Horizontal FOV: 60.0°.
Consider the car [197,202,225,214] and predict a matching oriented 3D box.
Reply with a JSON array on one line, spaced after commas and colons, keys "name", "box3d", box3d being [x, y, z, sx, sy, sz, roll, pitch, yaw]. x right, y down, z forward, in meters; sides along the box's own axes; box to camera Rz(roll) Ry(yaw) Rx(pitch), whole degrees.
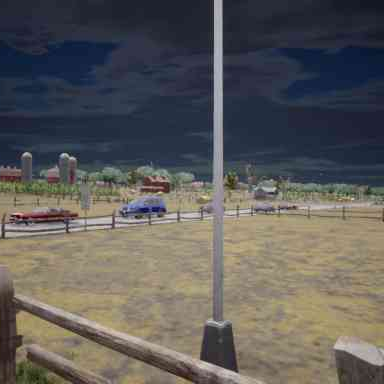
[{"name": "car", "box3d": [2.563, 2.099, 44.158, 1.837, 1.490, 4.892, 2, 0, 36]}]

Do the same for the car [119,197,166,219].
[{"name": "car", "box3d": [-4.883, 1.596, 33.844, 2.150, 2.045, 5.566, 2, 0, 34]}]

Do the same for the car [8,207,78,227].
[{"name": "car", "box3d": [-11.154, 1.800, 25.199, 1.895, 1.301, 4.718, 2, 0, 36]}]

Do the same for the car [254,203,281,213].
[{"name": "car", "box3d": [11.366, 2.426, 51.376, 2.033, 1.411, 5.357, 2, 0, 36]}]

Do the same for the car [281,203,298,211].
[{"name": "car", "box3d": [17.540, 2.673, 59.910, 1.895, 1.301, 4.718, 2, 0, 36]}]
